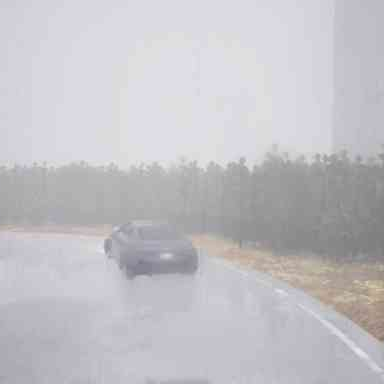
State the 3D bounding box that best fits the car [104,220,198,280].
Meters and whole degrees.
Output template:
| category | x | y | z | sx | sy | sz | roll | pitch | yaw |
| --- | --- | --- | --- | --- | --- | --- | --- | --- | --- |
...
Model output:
| category | x | y | z | sx | sy | sz | roll | pitch | yaw |
| --- | --- | --- | --- | --- | --- | --- | --- | --- | --- |
| car | -1.369 | 1.539 | 10.111 | 1.994 | 1.385 | 4.181 | 1 | 0 | -22 |
